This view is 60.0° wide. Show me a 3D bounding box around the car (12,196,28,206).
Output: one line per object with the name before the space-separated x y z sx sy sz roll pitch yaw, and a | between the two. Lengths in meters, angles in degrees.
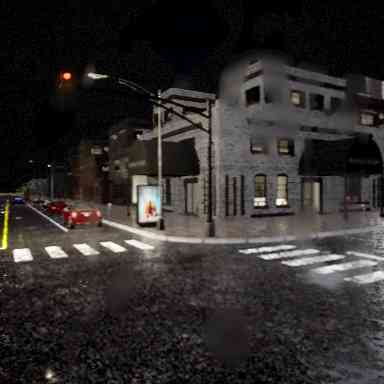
car | -29.709 1.601 57.046 1.994 1.385 4.181 -1 0 -29

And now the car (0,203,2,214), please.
car | -16.262 1.374 25.992 2.097 1.767 4.553 -1 0 -29

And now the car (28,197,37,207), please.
car | -23.622 1.545 51.337 2.008 1.369 4.403 -1 1 -29

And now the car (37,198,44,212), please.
car | -15.387 1.520 36.362 2.008 1.369 4.403 -1 1 -29

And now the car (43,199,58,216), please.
car | -12.641 1.544 31.370 1.802 1.307 4.206 -1 1 -29

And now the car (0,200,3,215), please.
car | -21.010 1.597 34.792 1.994 1.385 4.181 -1 0 -29

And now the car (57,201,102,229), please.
car | -7.153 1.389 21.386 1.967 1.590 4.097 -1 1 -29
